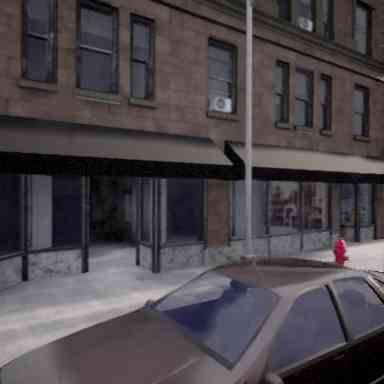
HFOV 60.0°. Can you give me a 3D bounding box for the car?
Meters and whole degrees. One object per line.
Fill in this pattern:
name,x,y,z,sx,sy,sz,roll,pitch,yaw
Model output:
car,0.886,1.526,3.642,5.357,1.411,2.033,0,0,-34
